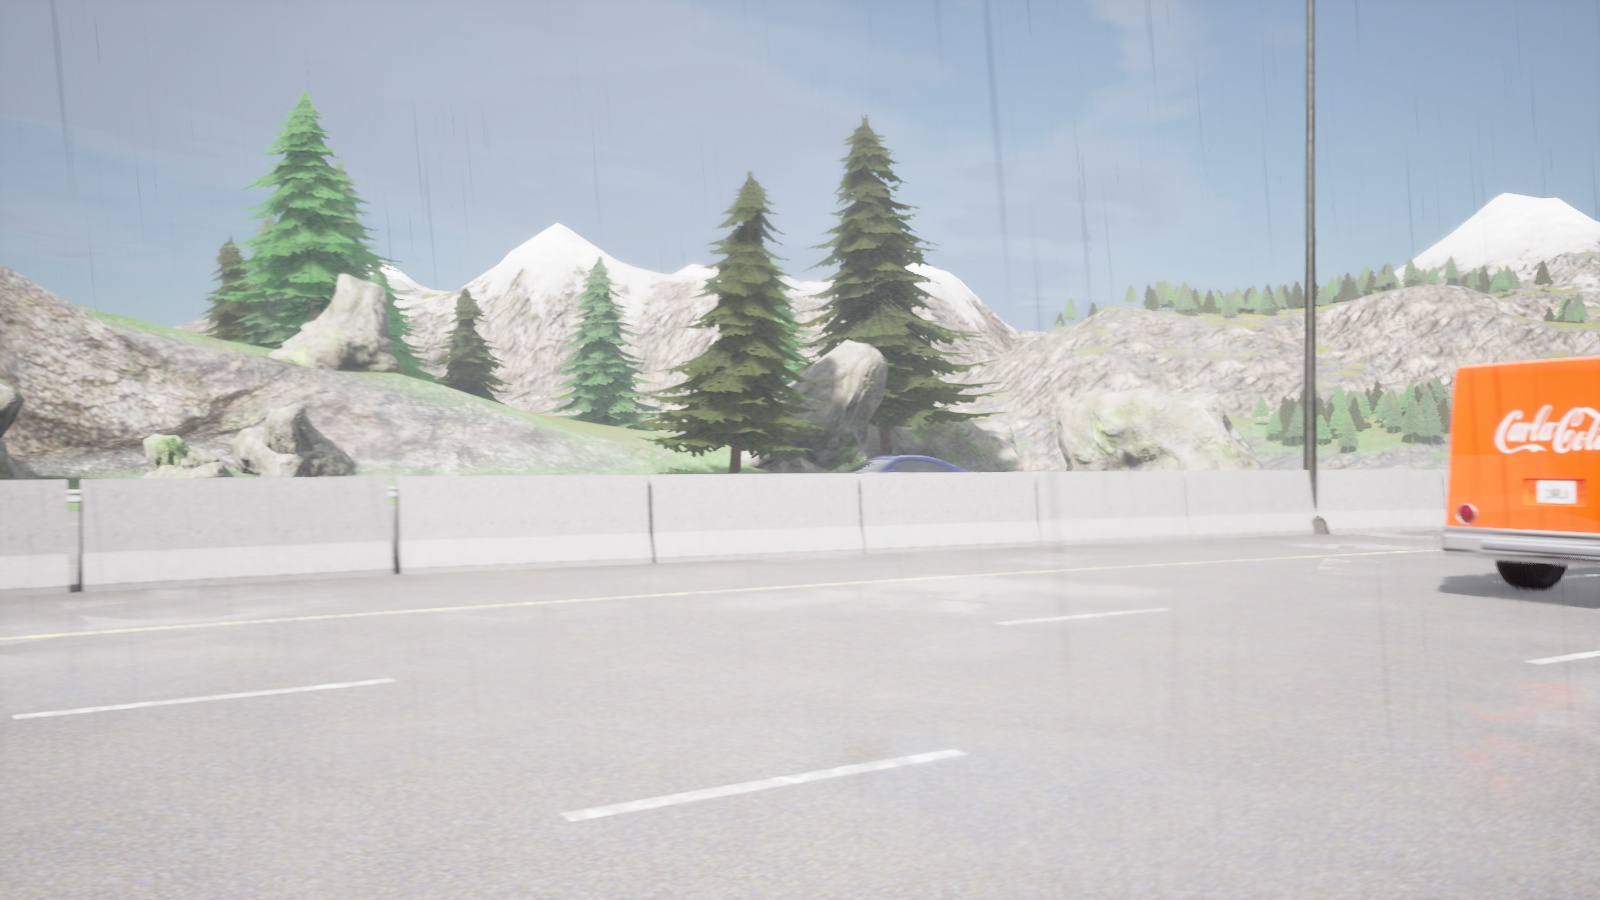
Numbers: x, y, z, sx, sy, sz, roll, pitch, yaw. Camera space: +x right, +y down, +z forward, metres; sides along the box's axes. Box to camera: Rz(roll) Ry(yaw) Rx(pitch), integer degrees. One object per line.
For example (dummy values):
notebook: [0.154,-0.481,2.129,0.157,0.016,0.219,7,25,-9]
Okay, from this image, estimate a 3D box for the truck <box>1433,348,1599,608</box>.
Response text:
truck: [9.688,0.269,13.469,5.204,2.467,2.627,0,-1,-28]

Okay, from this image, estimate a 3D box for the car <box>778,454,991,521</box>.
car: [1.983,0.831,29.173,4.674,1.442,1.812,0,0,-28]
